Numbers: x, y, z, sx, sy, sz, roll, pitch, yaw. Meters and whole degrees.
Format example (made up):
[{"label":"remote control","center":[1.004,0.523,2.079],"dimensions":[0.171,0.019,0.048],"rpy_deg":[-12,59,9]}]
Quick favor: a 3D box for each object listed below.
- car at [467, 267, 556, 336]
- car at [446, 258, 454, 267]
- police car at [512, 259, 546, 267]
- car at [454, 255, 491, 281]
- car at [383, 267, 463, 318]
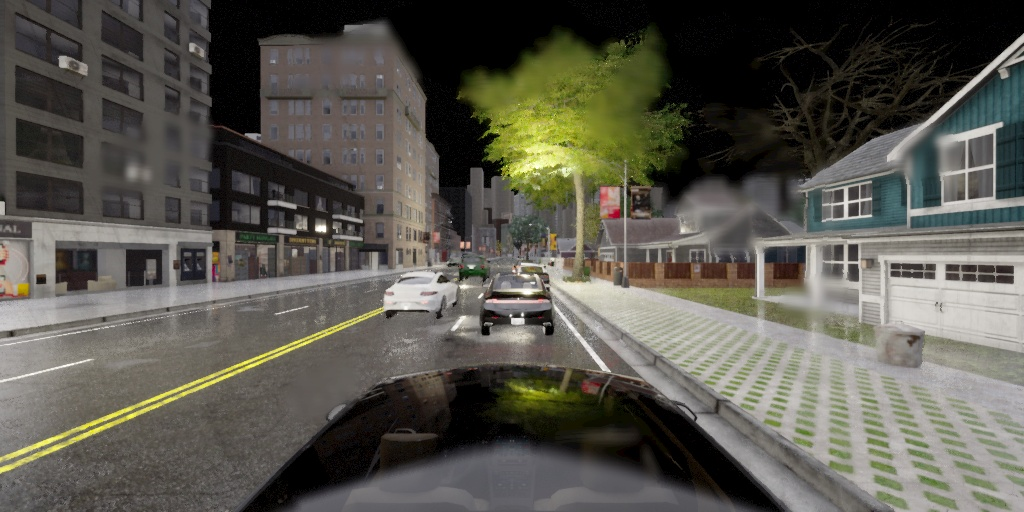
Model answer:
[{"label":"car","center":[0.137,1.239,10.412],"dimensions":[2.128,1.511,4.902],"rpy_deg":[0,0,0]},{"label":"car","center":[-9.564,1.056,59.709],"dimensions":[2.097,1.767,4.553],"rpy_deg":[0,0,1]},{"label":"police car","center":[1.058,1.166,20.661],"dimensions":[1.930,1.638,5.238],"rpy_deg":[0,0,0]},{"label":"car","center":[-3.028,0.957,29.595],"dimensions":[2.150,2.045,5.566],"rpy_deg":[0,0,0]},{"label":"car","center":[-3.101,1.272,12.850],"dimensions":[1.812,1.442,4.674],"rpy_deg":[0,0,0]}]
